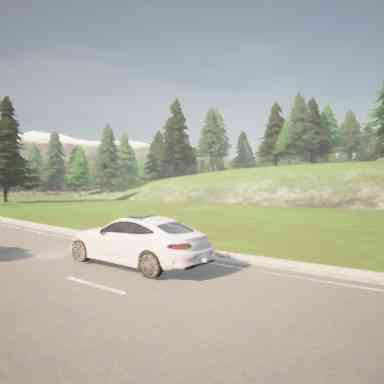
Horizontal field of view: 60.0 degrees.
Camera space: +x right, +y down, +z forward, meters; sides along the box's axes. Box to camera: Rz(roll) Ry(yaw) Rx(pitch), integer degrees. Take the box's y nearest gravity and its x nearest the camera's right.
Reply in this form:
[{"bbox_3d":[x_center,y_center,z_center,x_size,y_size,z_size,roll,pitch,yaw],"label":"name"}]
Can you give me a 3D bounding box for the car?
[{"bbox_3d":[-1.537,1.396,9.555,4.674,1.442,1.812,1,1,37],"label":"car"}]
